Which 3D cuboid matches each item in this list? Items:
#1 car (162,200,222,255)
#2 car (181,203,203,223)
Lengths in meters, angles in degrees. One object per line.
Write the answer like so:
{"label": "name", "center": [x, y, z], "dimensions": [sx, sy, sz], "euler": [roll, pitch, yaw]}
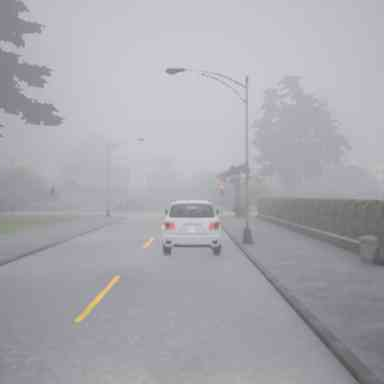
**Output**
{"label": "car", "center": [0.003, 1.345, 14.003], "dimensions": [2.150, 2.045, 5.566], "euler": [0, 0, 0]}
{"label": "car", "center": [-0.004, 1.794, 29.349], "dimensions": [1.812, 1.442, 4.674], "euler": [0, 0, 0]}
